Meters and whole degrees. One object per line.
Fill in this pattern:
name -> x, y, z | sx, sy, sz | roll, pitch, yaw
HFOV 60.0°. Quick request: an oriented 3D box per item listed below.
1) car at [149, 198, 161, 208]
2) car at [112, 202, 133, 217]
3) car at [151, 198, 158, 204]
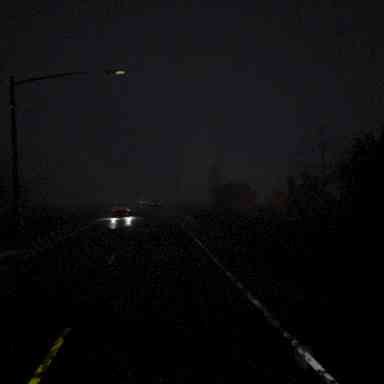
car -> -6.145, 1.956, 56.037 | 2.033, 1.411, 5.357 | -2, 0, -7
car -> -7.602, 1.869, 36.698 | 1.882, 1.535, 5.008 | -2, 0, -6
car -> -9.745, 2.270, 86.115 | 1.895, 1.301, 4.718 | -2, 0, -7
